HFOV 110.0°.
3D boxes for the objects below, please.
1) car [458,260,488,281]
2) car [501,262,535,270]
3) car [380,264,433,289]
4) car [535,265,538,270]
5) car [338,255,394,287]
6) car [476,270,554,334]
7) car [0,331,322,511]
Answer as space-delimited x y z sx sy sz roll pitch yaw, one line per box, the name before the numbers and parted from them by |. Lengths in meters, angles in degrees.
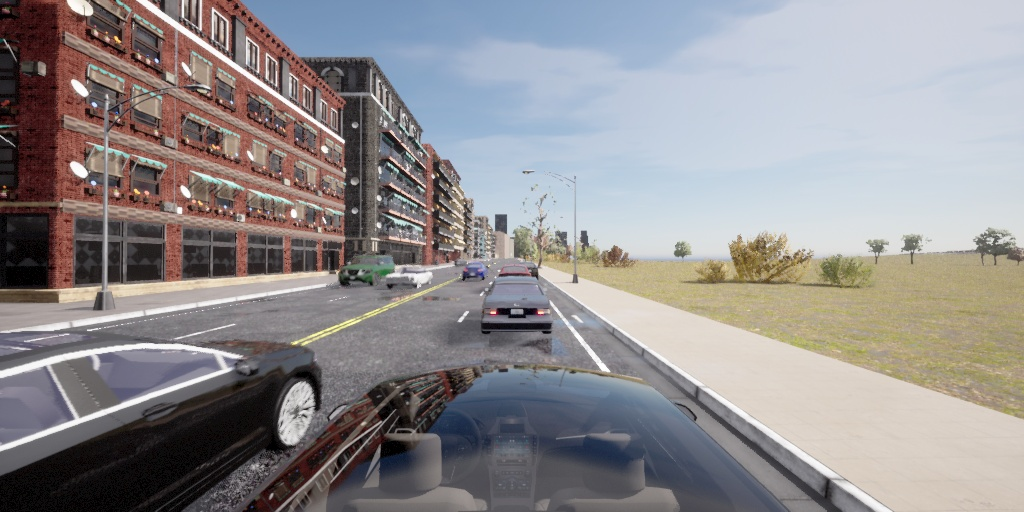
car | -3.076 1.280 30.414 1.812 1.442 4.674 0 -1 0
car | 0.152 1.231 21.117 1.882 1.535 5.008 0 0 0
car | -6.544 1.354 23.130 1.895 1.301 4.718 0 0 0
car | 1.212 1.232 30.554 1.882 1.535 5.008 0 0 0
car | -9.791 0.975 24.765 2.150 2.045 5.566 0 0 0
car | 0.122 1.299 10.577 2.033 1.411 5.357 0 0 0
car | -3.153 1.241 2.280 2.128 1.511 4.902 0 0 0
